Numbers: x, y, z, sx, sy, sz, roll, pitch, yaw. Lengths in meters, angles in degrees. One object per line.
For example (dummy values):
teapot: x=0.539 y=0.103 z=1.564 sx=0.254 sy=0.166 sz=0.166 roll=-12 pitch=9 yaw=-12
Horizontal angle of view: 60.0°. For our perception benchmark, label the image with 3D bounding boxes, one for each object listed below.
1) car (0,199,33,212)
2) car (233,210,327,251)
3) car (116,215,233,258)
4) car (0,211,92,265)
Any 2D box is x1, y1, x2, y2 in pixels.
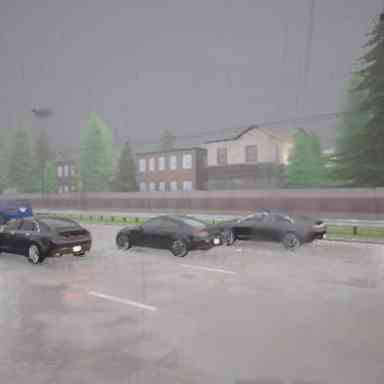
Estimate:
car: x=-15.627 y=1.596 z=28.015 sx=5.566 sy=2.045 sz=2.150 roll=-1 pitch=-1 yaw=35
car: x=3.271 y=1.564 z=14.552 sx=4.902 sy=1.511 sz=2.128 roll=-1 pitch=-1 yaw=35
car: x=-0.990 y=1.634 z=13.274 sx=4.674 sy=1.442 sz=1.812 roll=-1 pitch=-1 yaw=35
car: x=-5.776 y=1.658 z=12.404 sx=4.892 sy=1.490 sz=1.837 roll=-1 pitch=-1 yaw=35
